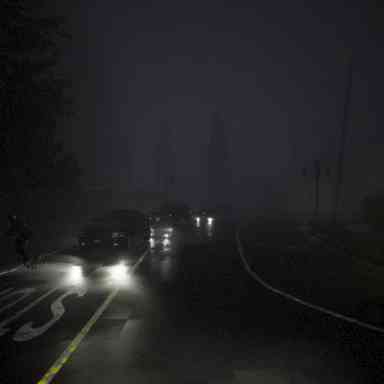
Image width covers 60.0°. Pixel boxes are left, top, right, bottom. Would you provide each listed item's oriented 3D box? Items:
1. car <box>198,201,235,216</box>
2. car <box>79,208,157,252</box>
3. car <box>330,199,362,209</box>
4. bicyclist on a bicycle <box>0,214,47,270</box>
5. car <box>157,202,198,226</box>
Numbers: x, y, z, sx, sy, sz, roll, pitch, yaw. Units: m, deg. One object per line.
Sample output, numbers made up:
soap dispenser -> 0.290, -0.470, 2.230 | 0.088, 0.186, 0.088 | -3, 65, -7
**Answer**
car -> 2.407, 1.551, 32.438 | 2.033, 1.411, 5.357 | 0, 0, 31
car -> -3.097, 1.480, 14.286 | 1.882, 1.535, 5.008 | 0, 0, 6
car -> 20.892, 1.599, 44.875 | 4.718, 1.301, 1.895 | 0, 0, -28
bicyclist on a bicycle -> -5.008, 1.456, 9.558 | 1.656, 1.620, 0.582 | -2, 0, 0
car -> -1.484, 1.494, 23.647 | 2.128, 1.511, 4.902 | 0, 0, 17
